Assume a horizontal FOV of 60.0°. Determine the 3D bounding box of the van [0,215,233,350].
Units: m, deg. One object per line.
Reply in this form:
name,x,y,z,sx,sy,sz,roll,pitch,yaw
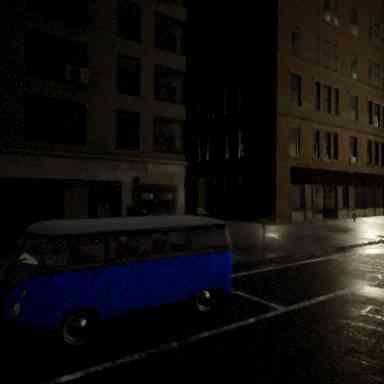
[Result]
van,-1.103,1.347,5.966,3.998,1.788,1.690,0,1,-36
